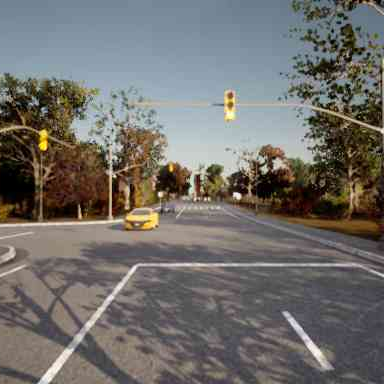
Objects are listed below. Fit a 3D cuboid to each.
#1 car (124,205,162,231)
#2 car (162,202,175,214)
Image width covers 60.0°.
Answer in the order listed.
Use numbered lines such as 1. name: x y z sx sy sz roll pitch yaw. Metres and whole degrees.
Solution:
1. car: -3.494 1.876 23.653 1.882 1.535 5.008 0 -2 0
2. car: -3.455 2.270 47.846 2.128 1.511 4.902 0 0 0
